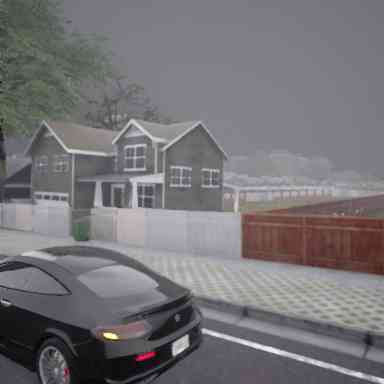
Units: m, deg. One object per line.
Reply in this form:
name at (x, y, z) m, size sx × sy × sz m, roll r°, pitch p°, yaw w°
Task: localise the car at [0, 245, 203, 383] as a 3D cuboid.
car at (-2.043, 1.548, 4.997) m, size 4.674 × 1.442 × 1.812 m, roll 0°, pitch 0°, yaw 34°
